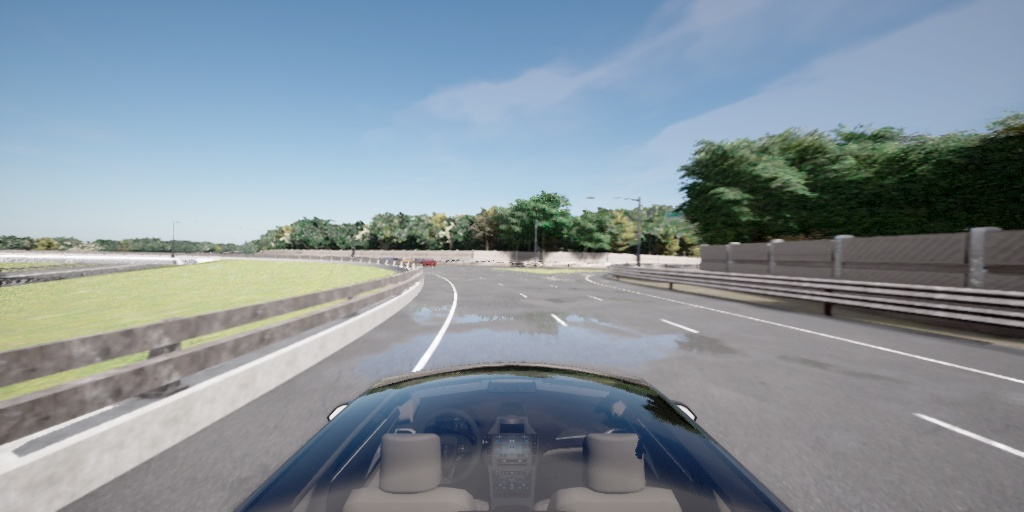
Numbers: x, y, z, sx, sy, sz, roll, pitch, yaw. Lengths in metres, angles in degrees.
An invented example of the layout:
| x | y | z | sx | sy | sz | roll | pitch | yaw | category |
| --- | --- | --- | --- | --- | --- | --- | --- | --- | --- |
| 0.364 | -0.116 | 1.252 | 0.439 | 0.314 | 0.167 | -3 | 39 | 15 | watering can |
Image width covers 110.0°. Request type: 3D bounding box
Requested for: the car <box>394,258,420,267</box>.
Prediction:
| x | y | z | sx | sy | sz | roll | pitch | yaw | category |
| --- | --- | --- | --- | --- | --- | --- | --- | --- | --- |
| -17.714 | 1.087 | 60.261 | 1.882 | 1.535 | 5.008 | 1 | 0 | -34 | car |

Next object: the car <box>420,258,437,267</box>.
| x | y | z | sx | sy | sz | roll | pitch | yaw | category |
| --- | --- | --- | --- | --- | --- | --- | --- | --- | --- |
| -14.697 | 1.151 | 62.035 | 1.882 | 1.535 | 5.008 | 1 | 0 | -34 | car |
